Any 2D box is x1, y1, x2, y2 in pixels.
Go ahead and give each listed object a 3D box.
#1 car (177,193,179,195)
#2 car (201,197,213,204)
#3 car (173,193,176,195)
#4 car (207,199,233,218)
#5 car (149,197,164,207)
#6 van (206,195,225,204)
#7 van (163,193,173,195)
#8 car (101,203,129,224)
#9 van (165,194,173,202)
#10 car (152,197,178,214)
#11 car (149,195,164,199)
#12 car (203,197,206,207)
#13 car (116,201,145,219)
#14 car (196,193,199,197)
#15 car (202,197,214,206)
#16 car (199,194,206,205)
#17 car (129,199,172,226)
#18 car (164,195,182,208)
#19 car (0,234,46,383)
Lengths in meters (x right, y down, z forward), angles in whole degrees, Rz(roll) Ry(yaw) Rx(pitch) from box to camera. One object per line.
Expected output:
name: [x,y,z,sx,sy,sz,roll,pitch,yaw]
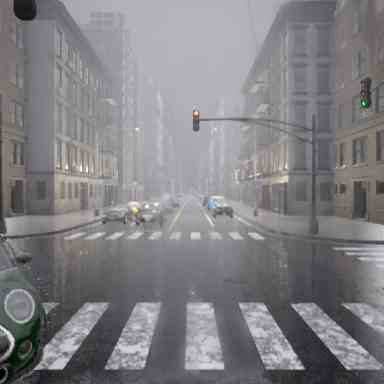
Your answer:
car: [-5.369,1.564,89.296,2.008,1.369,4.403,0,0,0]
car: [2.704,1.560,62.259,2.008,1.369,4.403,0,0,0]
car: [-5.369,1.326,73.077,2.192,1.841,5.009,0,0,0]
car: [2.666,1.554,29.821,2.008,1.369,4.403,0,0,0]
car: [-5.368,1.532,51.282,1.752,1.417,4.829,0,0,0]
van: [2.673,1.345,35.228,1.690,1.788,3.998,0,0,0]
van: [-5.368,1.351,67.671,1.690,1.788,3.998,0,0,0]
car: [-5.368,1.554,24.421,2.008,1.369,4.403,0,0,0]
van: [-5.369,1.353,78.484,1.690,1.788,3.998,0,0,0]
car: [-2.814,1.552,34.471,2.033,1.411,5.357,0,0,0]
car: [-5.368,1.446,46.047,1.967,1.590,4.097,0,0,0]
car: [2.679,1.587,40.634,1.802,1.307,4.206,0,0,0]
car: [-5.368,1.529,29.658,1.752,1.417,4.829,0,0,0]
car: [2.730,1.557,83.884,1.887,1.381,4.507,0,0,0]
car: [2.698,1.574,56.853,1.947,1.339,4.313,0,0,0]
car: [2.692,1.322,51.446,2.192,1.841,5.009,0,0,0]
car: [-2.827,1.495,23.787,2.128,1.511,4.902,0,0,0]
car: [-2.782,1.570,47.731,1.994,1.385,4.181,0,0,1]
car: [-3.691,1.350,5.093,2.097,1.767,4.553,-1,0,-32]
